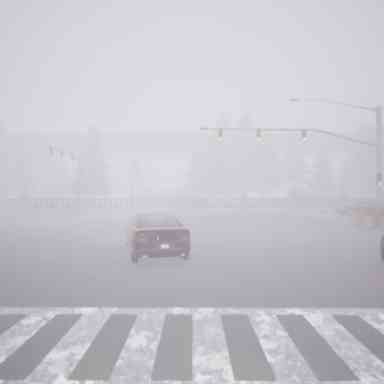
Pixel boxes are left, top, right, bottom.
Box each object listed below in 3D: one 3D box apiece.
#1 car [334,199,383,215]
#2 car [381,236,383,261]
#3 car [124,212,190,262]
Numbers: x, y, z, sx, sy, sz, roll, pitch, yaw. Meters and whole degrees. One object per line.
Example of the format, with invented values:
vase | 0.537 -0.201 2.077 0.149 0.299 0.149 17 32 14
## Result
car | 16.607 1.501 32.831 4.892 1.490 1.837 0 0 0
car | 7.719 1.505 10.368 4.892 1.490 1.837 0 -3 -36
car | -1.432 1.476 12.359 1.882 1.535 5.008 0 0 -14
